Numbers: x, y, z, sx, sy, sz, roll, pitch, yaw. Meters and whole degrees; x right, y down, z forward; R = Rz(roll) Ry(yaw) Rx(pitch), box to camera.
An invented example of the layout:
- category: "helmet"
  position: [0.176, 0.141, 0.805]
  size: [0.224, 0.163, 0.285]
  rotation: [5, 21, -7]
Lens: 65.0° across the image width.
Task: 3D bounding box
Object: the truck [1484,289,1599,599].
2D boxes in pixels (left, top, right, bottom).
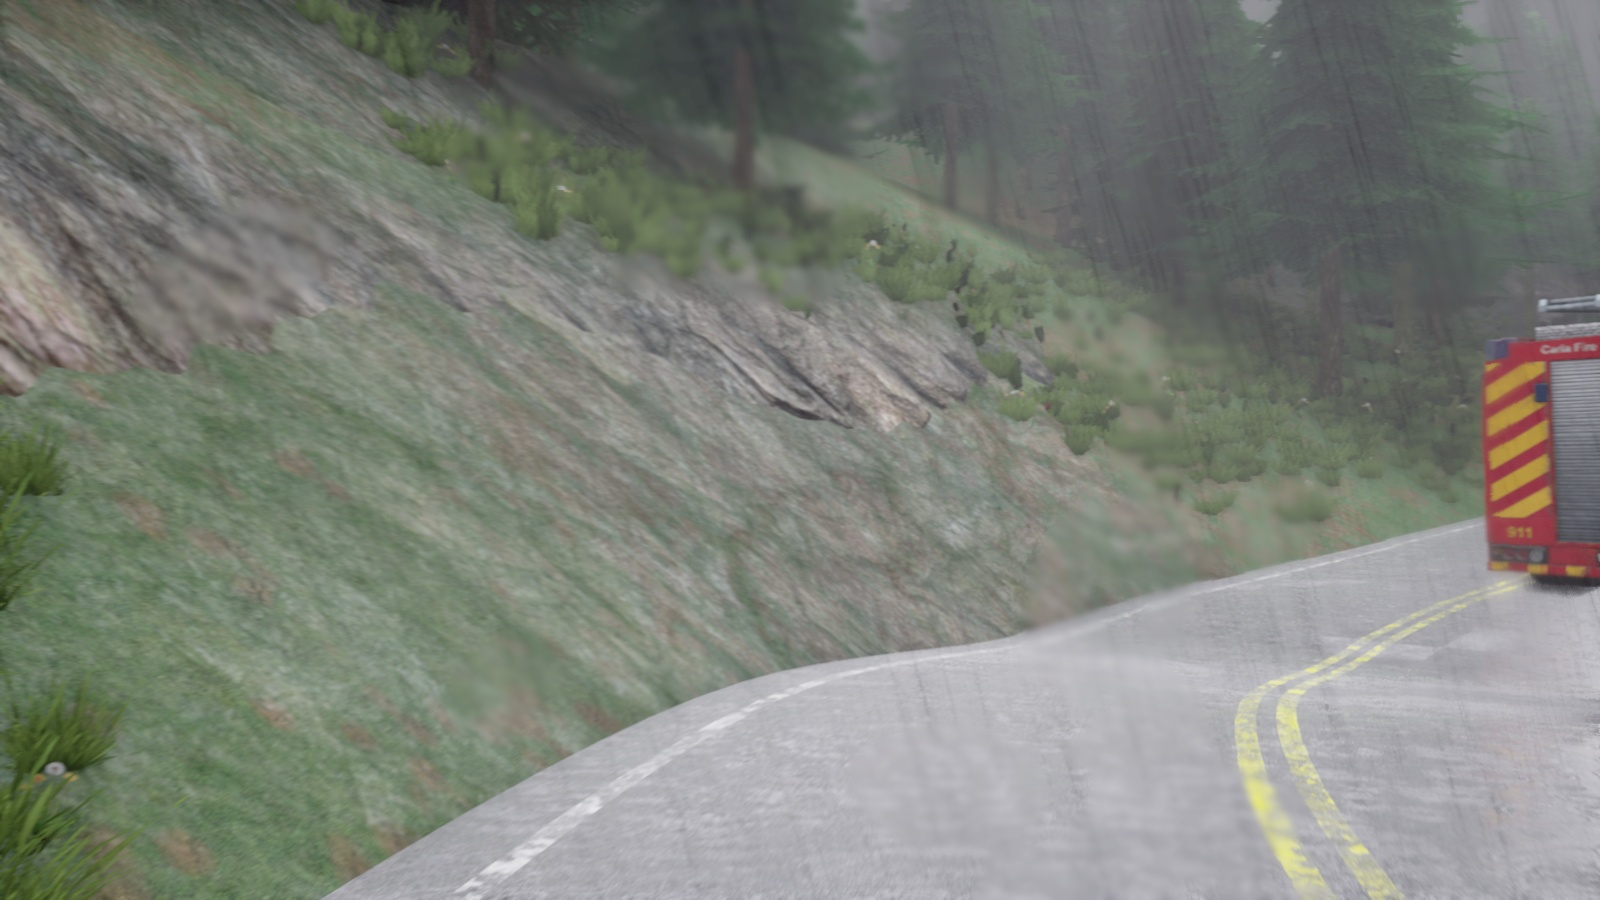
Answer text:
- category: "truck"
  position: [13.180, -0.383, 18.006]
  size: [8.468, 3.827, 2.891]
  rotation: [-6, 3, -40]
